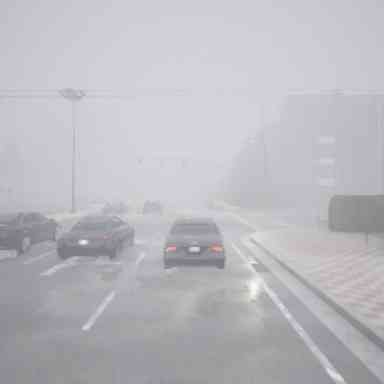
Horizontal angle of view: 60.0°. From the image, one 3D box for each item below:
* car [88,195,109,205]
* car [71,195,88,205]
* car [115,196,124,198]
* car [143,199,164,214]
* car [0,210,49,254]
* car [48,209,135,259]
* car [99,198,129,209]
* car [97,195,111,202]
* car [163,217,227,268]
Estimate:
[{"bbox_3d":[-16.297,1.470,59.134,2.128,1.511,4.902,0,0,0],"label":"car"},{"bbox_3d":[-19.787,1.331,58.932,2.097,1.767,4.553,0,0,0],"label":"car"},{"bbox_3d":[-16.272,1.526,74.862,1.994,1.385,4.181,0,0,0],"label":"car"},{"bbox_3d":[-3.970,1.479,34.434,2.128,1.511,4.902,0,0,-2],"label":"car"},{"bbox_3d":[-6.932,1.500,13.445,1.837,1.490,4.892,0,0,0],"label":"car"},{"bbox_3d":[-3.408,1.558,12.491,1.994,1.385,4.181,0,0,0],"label":"car"},{"bbox_3d":[-7.398,1.589,32.834,1.895,1.301,4.718,0,0,-2],"label":"car"},{"bbox_3d":[-19.772,1.498,74.683,1.812,1.442,4.674,0,0,0],"label":"car"},{"bbox_3d":[0.101,1.543,11.166,2.033,1.411,5.357,0,0,1],"label":"car"}]
